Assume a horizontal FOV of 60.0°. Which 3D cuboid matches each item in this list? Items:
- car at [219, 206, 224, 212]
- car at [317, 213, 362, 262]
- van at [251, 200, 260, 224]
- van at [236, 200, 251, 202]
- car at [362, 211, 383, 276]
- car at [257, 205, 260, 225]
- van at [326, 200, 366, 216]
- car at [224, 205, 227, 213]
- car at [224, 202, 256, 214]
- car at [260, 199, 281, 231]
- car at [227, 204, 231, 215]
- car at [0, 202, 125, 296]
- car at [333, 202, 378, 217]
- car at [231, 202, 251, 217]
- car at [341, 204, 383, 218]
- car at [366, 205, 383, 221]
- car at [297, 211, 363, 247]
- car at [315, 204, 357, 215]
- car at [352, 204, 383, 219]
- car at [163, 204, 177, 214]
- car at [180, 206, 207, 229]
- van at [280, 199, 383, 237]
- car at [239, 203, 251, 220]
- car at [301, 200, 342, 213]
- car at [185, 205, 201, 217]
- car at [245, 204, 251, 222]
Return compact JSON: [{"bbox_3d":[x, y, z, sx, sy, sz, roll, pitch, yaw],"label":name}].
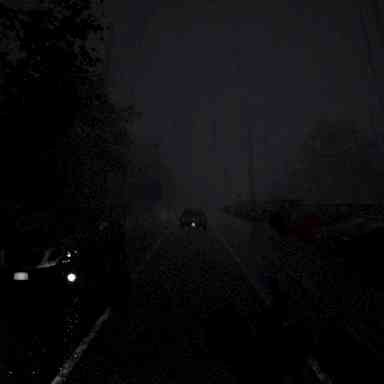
[{"bbox_3d":[7.070,2.143,46.866,5.566,2.045,2.435,0,-1,0],"label":"car"},{"bbox_3d":[7.040,1.609,10.799,5.008,1.535,2.097,0,-1,0],"label":"car"},{"bbox_3d":[6.949,1.593,24.664,4.442,1.987,1.878,0,-1,0],"label":"van"},{"bbox_3d":[7.202,1.952,38.540,4.442,1.987,1.878,0,-1,0],"label":"van"},{"bbox_3d":[7.010,1.457,8.023,4.553,1.767,2.185,0,-1,0],"label":"car"},{"bbox_3d":[7.091,1.777,21.876,4.792,1.488,2.163,0,-1,0],"label":"car"},{"bbox_3d":[20.290,2.089,43.867,4.442,1.987,1.878,0,-1,0],"label":"van"},{"bbox_3d":[7.123,2.351,44.083,4.792,1.488,2.163,0,-1,0],"label":"car"},{"bbox_3d":[7.133,2.343,49.634,4.553,1.767,2.185,0,-1,0],"label":"car"},{"bbox_3d":[7.086,1.440,19.129,5.566,2.045,2.435,0,-1,0],"label":"car"},{"bbox_3d":[7.092,2.290,41.308,4.674,1.452,2.002,0,-1,0],"label":"car"},{"bbox_3d":[-3.352,1.334,9.289,2.150,2.045,5.566,0,-1,0],"label":"car"},{"bbox_3d":[20.138,2.117,41.096,4.553,1.767,2.185,0,-1,0],"label":"car"},{"bbox_3d":[7.087,2.106,35.759,5.008,1.535,2.097,0,-1,0],"label":"car"},{"bbox_3d":[20.160,2.174,38.448,5.008,1.535,2.097,0,-1,0],"label":"car"},{"bbox_3d":[20.151,2.029,32.784,4.892,1.521,2.231,0,-1,0],"label":"car"},{"bbox_3d":[7.052,1.677,13.574,4.674,1.452,2.002,0,-1,0],"label":"car"},{"bbox_3d":[20.171,2.387,46.631,4.892,1.521,2.231,0,-1,0],"label":"car"},{"bbox_3d":[20.156,2.100,35.553,5.008,1.535,2.097,0,-1,0],"label":"car"},{"bbox_3d":[-3.311,2.524,49.660,1.812,1.442,4.674,0,-2,0],"label":"car"},{"bbox_3d":[0.100,1.975,24.785,1.895,1.301,4.718,0,-1,0],"label":"car"},{"bbox_3d":[6.937,1.438,16.353,4.442,1.987,1.878,0,-1,0],"label":"van"},{"bbox_3d":[7.044,1.992,30.209,4.792,1.488,2.163,0,-1,0],"label":"car"},{"bbox_3d":[20.213,2.286,52.172,5.566,2.045,2.435,0,-2,0],"label":"car"},{"bbox_3d":[0.114,2.381,41.934,1.895,1.301,4.718,0,-2,0],"label":"car"},{"bbox_3d":[7.072,1.931,27.432,4.674,1.452,2.002,0,-1,0],"label":"car"}]
